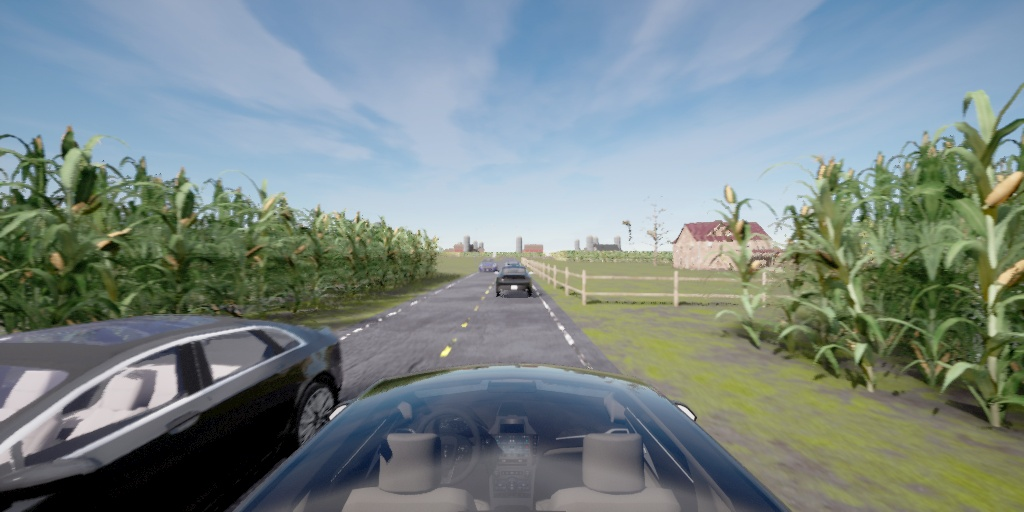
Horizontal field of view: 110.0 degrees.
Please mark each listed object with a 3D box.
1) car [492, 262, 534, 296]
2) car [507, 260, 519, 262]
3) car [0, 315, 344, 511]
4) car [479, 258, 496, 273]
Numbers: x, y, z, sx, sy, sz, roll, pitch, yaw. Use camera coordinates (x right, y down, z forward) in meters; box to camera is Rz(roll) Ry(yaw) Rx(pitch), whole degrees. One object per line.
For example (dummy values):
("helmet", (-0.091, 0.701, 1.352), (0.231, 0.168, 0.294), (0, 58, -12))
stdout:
("car", (0.104, 1.250, 19.402), (1.837, 1.490, 4.892), (0, 0, 0))
("car", (0.109, 1.218, 40.730), (2.128, 1.511, 4.902), (0, 0, 0))
("car", (-2.853, 1.241, 2.203), (2.128, 1.511, 4.902), (0, 0, 0))
("car", (-2.827, 1.075, 43.396), (2.097, 1.767, 4.553), (0, 0, 0))
